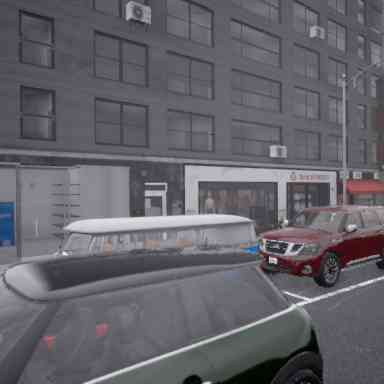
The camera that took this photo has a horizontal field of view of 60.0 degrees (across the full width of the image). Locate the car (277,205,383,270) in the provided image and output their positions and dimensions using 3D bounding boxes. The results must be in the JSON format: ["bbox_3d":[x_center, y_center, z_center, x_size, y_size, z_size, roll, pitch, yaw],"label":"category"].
[{"bbox_3d":[3.974,1.312,9.420,5.009,1.841,2.192,0,-1,-36],"label":"car"}]

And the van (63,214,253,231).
[{"bbox_3d":[-0.559,1.340,6.157,3.998,1.788,1.690,0,-1,-36],"label":"van"}]

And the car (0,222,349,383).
[{"bbox_3d":[-1.004,1.352,2.658,4.553,1.767,2.097,0,0,-36],"label":"car"}]
